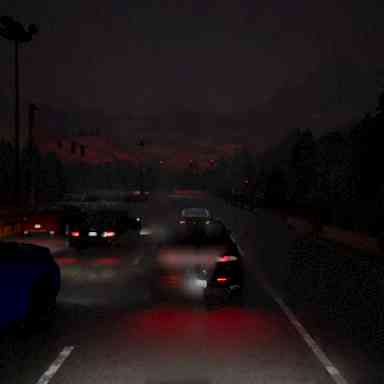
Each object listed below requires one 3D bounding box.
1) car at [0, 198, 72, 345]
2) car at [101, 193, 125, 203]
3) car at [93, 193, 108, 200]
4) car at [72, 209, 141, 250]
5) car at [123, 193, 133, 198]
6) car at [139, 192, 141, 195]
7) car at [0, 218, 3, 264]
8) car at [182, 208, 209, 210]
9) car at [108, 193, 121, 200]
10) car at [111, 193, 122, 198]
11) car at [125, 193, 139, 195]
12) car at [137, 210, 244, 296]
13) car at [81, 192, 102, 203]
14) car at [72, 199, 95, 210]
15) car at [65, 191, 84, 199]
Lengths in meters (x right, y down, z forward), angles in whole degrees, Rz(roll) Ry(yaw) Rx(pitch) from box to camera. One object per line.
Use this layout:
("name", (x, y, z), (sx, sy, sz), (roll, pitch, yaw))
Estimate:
("car", (-3.388, 1.205, 3.479), (2.150, 2.045, 5.566), (0, 0, 0))
("car", (-13.758, 1.048, 58.490), (2.128, 1.511, 4.902), (0, 0, 1))
("car", (-20.592, 0.906, 74.956), (1.882, 1.535, 5.008), (0, 0, 0))
("car", (-3.348, 1.451, 13.779), (2.033, 1.411, 5.357), (0, 0, 0))
("car", (-17.011, 0.862, 88.769), (1.994, 1.385, 4.181), (0, 0, 0))
("car", (-13.511, 0.834, 88.730), (1.812, 1.442, 4.674), (0, 0, 0))
("car", (-6.881, 1.510, 8.207), (1.994, 1.385, 4.181), (0, 0, 1))
("car", (0.174, 1.473, 17.792), (1.895, 1.301, 4.718), (0, 0, 0))
("car", (-17.101, 0.992, 73.433), (1.994, 1.385, 4.181), (0, 0, 0))
("car", (-20.503, 0.889, 90.170), (1.895, 1.301, 4.718), (0, 0, 0))
("car", (-13.600, 0.963, 73.515), (1.812, 1.442, 4.674), (0, 0, 0))
("car", (0.127, 1.436, 8.462), (2.128, 1.511, 4.902), (0, 0, 0))
("car", (-17.259, 1.159, 58.147), (1.895, 1.301, 4.718), (0, 0, 1))
("car", (-6.843, 1.354, 17.192), (1.882, 1.535, 5.008), (0, 0, 0))
("car", (-20.740, 0.772, 59.380), (2.150, 2.045, 5.566), (0, 0, 1))
